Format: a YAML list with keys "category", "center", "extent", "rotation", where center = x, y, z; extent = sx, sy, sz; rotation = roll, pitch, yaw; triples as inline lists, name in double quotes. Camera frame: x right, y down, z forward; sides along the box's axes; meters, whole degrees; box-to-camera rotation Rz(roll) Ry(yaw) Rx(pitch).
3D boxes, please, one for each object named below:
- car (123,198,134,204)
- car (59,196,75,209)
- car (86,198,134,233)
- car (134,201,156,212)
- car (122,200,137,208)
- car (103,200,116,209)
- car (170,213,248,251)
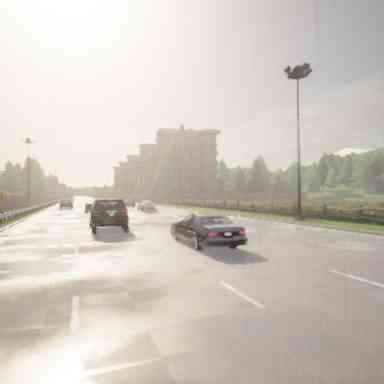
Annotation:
- category: "car"
  center: [-16.001, 2.284, 83.905]
  extent: [1.994, 1.385, 4.181]
  rotation: [0, 0, -19]
- category: "car"
  center: [-20.771, 1.924, 55.077]
  extent: [2.097, 1.767, 4.553]
  rotation: [0, 0, -19]
- category: "car"
  center: [-5.437, 1.419, 21.436]
  extent: [2.150, 2.045, 5.566]
  rotation: [0, -1, -19]
- category: "car"
  center: [-6.211, 1.900, 45.301]
  extent: [1.812, 1.442, 4.674]
  rotation: [0, -1, -19]
- category: "car"
  center: [-11.265, 2.084, 59.713]
  extent: [1.994, 1.385, 4.181]
  rotation: [0, 0, -19]
- category: "car"
  center: [-14.518, 2.140, 58.410]
  extent: [1.895, 1.301, 4.718]
  rotation: [0, 0, -19]
- category: "car"
  center: [0.536, 1.648, 14.801]
  extent: [2.033, 1.411, 5.357]
  rotation: [0, 0, -19]
